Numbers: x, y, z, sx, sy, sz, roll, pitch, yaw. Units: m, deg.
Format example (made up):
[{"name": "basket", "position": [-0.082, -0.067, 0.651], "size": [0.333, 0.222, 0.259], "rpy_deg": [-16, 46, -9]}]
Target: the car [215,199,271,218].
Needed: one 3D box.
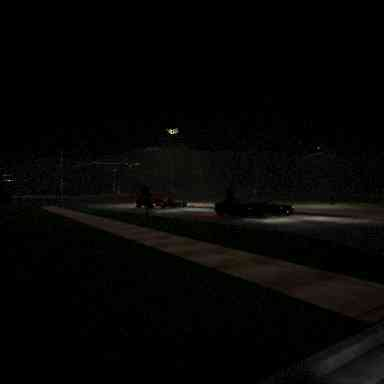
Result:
[{"name": "car", "position": [4.031, 1.318, 28.796], "size": [1.882, 1.535, 5.008], "rpy_deg": [-1, 0, -35]}]

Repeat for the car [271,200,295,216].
[{"name": "car", "position": [7.039, 1.412, 30.598], "size": [1.895, 1.301, 4.718], "rpy_deg": [-1, 0, -35]}]

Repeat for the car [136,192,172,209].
[{"name": "car", "position": [-5.197, 1.057, 42.173], "size": [2.150, 2.045, 5.566], "rpy_deg": [-1, 0, -35]}]

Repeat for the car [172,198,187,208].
[{"name": "car", "position": [-2.546, 1.411, 44.502], "size": [1.895, 1.301, 4.718], "rpy_deg": [-1, 0, -35]}]
